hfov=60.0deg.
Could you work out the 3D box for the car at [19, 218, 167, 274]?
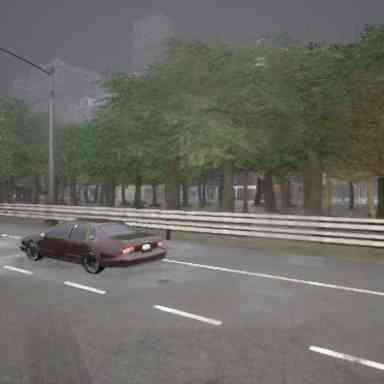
[{"bbox_3d":[-3.291,1.548,10.521,5.357,1.411,2.033,0,0,36],"label":"car"}]
